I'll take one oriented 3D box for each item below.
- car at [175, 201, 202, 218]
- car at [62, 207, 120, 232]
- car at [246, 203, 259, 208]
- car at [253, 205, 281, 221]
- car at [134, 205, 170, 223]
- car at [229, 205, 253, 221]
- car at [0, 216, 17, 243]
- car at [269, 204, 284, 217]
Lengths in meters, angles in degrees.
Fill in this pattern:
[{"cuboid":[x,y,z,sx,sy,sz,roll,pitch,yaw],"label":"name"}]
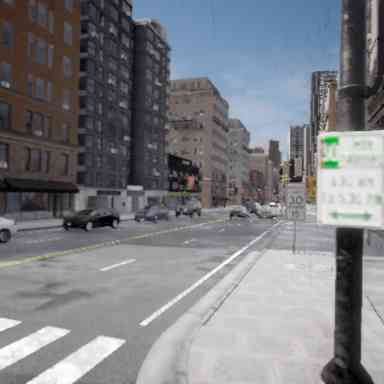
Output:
[{"cuboid":[-0.364,2.246,42.996,2.150,2.045,5.566,1,-1,19],"label":"car"},{"cuboid":[-7.028,1.868,23.601,1.882,1.535,5.008,1,-1,19],"label":"car"},{"cuboid":[9.490,2.717,51.579,2.150,2.045,5.566,1,-1,19],"label":"car"},{"cuboid":[9.236,2.733,40.641,2.128,1.511,4.902,1,-1,19],"label":"car"},{"cuboid":[-3.852,2.046,32.885,2.097,1.767,4.553,1,-1,19],"label":"car"},{"cuboid":[5.863,2.656,40.840,1.837,1.490,4.892,1,-1,19],"label":"car"},{"cuboid":[-10.050,1.625,14.724,1.812,1.442,4.674,1,-1,21],"label":"car"},{"cuboid":[12.866,2.807,51.387,2.150,2.045,5.566,1,-1,19],"label":"car"}]
